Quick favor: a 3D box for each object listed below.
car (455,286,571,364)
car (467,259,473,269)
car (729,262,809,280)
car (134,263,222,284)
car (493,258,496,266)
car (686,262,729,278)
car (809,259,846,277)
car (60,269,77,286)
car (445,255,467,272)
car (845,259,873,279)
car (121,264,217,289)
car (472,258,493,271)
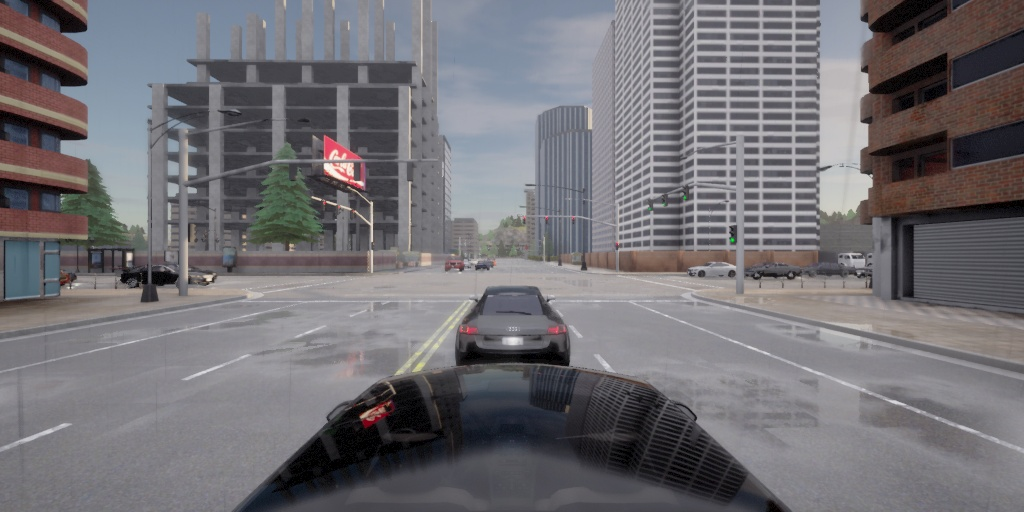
[{"bbox_3d":[0.010,1.314,7.664,1.994,1.385,4.181,0,0,0],"label":"car"},{"bbox_3d":[-7.617,1.272,57.272,1.812,1.442,4.674,0,0,0],"label":"car"},{"bbox_3d":[21.847,1.240,30.615,4.902,1.511,2.128,0,0,-1],"label":"car"},{"bbox_3d":[-24.348,1.274,26.243,4.674,1.442,1.812,0,0,-1],"label":"car"},{"bbox_3d":[-4.135,1.310,59.971,1.994,1.385,4.181,0,0,0],"label":"car"},{"bbox_3d":[19.082,1.274,34.055,4.674,1.442,1.812,0,0,-1],"label":"car"},{"bbox_3d":[29.664,1.295,34.226,5.357,1.411,2.033,0,0,-1],"label":"car"},{"bbox_3d":[-31.114,1.101,22.624,4.553,1.767,2.097,0,0,-1],"label":"car"},{"bbox_3d":[-7.568,0.969,47.595,2.150,2.045,5.566,0,0,-4],"label":"car"},{"bbox_3d":[32.221,1.240,30.755,4.902,1.511,2.128,0,0,-1],"label":"car"},{"bbox_3d":[-21.713,1.241,22.760,4.902,1.511,2.128,0,0,-1],"label":"car"},{"bbox_3d":[-4.058,1.348,50.046,1.895,1.301,4.718,0,0,-1],"label":"car"}]
